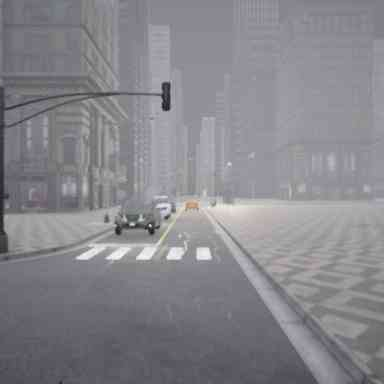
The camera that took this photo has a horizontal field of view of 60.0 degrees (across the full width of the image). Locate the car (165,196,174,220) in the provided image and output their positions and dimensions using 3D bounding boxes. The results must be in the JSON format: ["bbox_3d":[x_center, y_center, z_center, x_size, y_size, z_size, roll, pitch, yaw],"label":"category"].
[{"bbox_3d":[-3.095,1.393,30.445,2.150,2.045,5.566,0,0,0],"label":"car"}]

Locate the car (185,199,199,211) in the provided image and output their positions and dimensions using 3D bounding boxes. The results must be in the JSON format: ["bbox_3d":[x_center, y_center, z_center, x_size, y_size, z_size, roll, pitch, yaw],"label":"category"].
[{"bbox_3d":[0.018,1.747,46.373,1.882,1.535,5.008,0,0,0],"label":"car"}]

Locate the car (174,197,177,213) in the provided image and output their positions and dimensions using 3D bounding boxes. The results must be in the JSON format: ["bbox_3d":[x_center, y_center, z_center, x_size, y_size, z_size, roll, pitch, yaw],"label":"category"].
[{"bbox_3d":[-3.066,1.459,41.162,2.150,2.045,5.566,0,0,0],"label":"car"}]

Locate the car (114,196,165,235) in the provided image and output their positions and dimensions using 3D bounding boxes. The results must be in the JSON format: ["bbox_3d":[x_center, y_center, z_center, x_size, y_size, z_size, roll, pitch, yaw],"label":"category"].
[{"bbox_3d":[-3.093,1.333,19.997,2.150,2.045,5.566,0,0,0],"label":"car"}]
